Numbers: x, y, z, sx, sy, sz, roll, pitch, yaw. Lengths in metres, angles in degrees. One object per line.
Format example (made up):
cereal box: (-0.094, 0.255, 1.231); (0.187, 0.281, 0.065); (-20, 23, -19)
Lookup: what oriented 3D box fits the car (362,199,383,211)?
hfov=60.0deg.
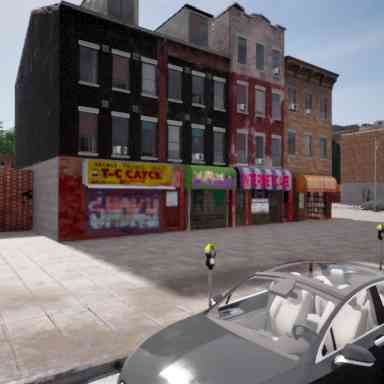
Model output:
car: (20.246, 1.482, 35.061); (1.994, 1.385, 4.181); (0, 0, -36)

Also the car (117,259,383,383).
car: (1.331, 1.551, 3.749); (4.403, 1.369, 2.008); (0, 0, -35)
